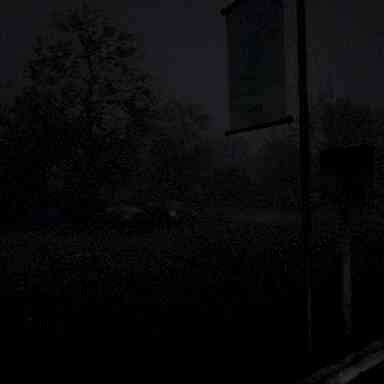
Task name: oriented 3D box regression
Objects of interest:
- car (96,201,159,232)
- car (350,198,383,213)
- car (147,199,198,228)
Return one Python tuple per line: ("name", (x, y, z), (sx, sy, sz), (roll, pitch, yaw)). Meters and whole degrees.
("car", (-4.117, 1.431, 19.567), (2.002, 1.452, 4.674), (0, 0, -36))
("car", (18.325, 1.444, 35.472), (2.002, 1.452, 4.674), (0, 0, -35))
("car", (-1.569, 1.265, 21.456), (2.185, 1.767, 4.553), (0, 0, -35))
